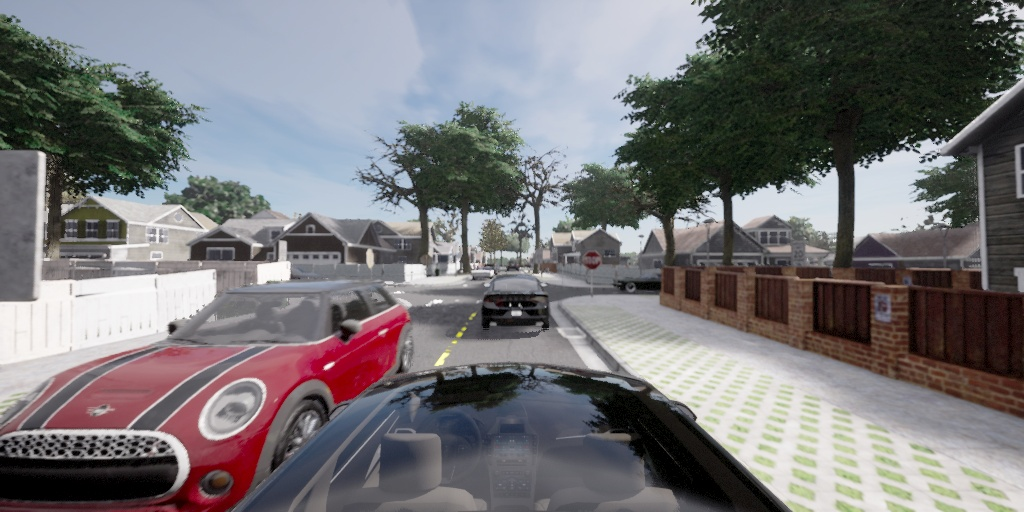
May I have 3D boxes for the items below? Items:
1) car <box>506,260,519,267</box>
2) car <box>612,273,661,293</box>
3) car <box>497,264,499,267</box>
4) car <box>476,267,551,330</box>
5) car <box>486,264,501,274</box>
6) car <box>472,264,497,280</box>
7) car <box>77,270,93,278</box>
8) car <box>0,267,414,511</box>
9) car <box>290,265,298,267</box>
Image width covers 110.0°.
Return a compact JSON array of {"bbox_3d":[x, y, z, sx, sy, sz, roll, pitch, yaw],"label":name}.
[{"bbox_3d":[0.154,1.816,65.445,2.150,2.045,5.566,0,-1,0],"label":"car"},{"bbox_3d":[9.037,1.735,23.502,4.718,1.301,1.895,1,-2,-1],"label":"car"},{"bbox_3d":[-2.804,1.740,45.656,1.837,1.490,4.892,0,-1,0],"label":"car"},{"bbox_3d":[0.108,1.305,11.514,1.882,1.535,5.008,0,0,0],"label":"car"},{"bbox_3d":[-2.793,1.965,56.169,2.033,1.411,5.357,0,-1,0],"label":"car"},{"bbox_3d":[-2.819,1.684,35.284,1.895,1.301,4.718,0,-1,0],"label":"car"},{"bbox_3d":[-26.113,1.044,20.159,4.674,1.442,1.812,1,-2,0],"label":"car"},{"bbox_3d":[-2.807,1.121,4.504,2.097,1.767,4.553,0,0,0],"label":"car"},{"bbox_3d":[-12.926,1.202,20.231,4.892,1.490,1.837,1,-2,2],"label":"car"}]
